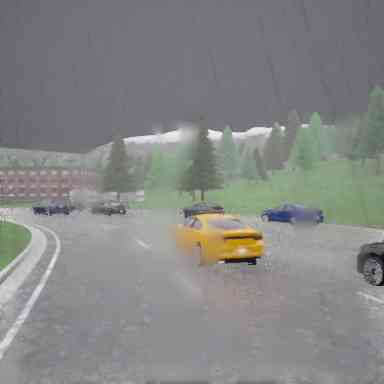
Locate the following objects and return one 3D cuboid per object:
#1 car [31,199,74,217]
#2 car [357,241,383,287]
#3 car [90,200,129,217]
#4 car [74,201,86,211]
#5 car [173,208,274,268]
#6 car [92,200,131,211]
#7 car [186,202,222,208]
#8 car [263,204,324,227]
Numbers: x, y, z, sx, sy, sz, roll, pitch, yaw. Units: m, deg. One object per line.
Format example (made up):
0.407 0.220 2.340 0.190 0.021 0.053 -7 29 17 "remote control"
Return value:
-14.844 1.553 34.691 4.553 1.767 2.097 0 0 38 "car"
5.544 1.510 6.764 2.128 1.511 4.902 0 0 -12 "car"
-8.578 1.708 34.004 4.674 1.442 1.812 0 -1 43 "car"
-16.392 1.850 44.088 4.718 1.301 1.895 0 0 30 "car"
0.679 1.532 11.765 1.882 1.535 5.008 0 0 -17 "car"
-10.856 1.786 44.801 5.357 1.411 2.033 0 0 35 "car"
0.800 1.633 28.042 1.837 1.490 4.892 2 -2 -34 "car"
7.082 1.573 23.939 1.882 1.535 5.008 1 -1 -26 "car"
